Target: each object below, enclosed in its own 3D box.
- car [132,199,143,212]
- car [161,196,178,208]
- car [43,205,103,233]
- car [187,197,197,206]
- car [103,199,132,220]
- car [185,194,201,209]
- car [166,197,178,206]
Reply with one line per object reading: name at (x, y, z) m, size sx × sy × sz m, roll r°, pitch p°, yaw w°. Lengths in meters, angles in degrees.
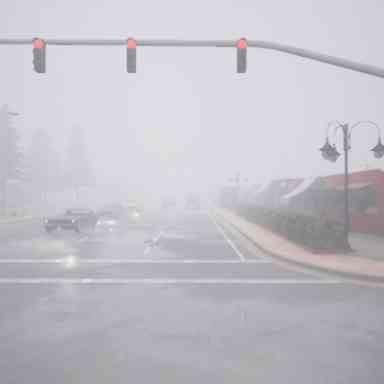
car at (-7.070, 1.575, 39.758) m, size 1.882 × 1.535 × 5.008 m, roll 0°, pitch 0°, yaw 0°
car at (-3.407, 1.474, 49.580) m, size 2.097 × 1.767 × 4.553 m, roll 0°, pitch 0°, yaw 0°
car at (-7.093, 1.653, 19.981) m, size 1.895 × 1.301 × 4.718 m, roll 0°, pitch 0°, yaw 0°
car at (-0.008, 1.652, 58.980) m, size 1.837 × 1.490 × 4.892 m, roll 0°, pitch 0°, yaw 0°
car at (-7.087, 1.622, 29.662) m, size 2.033 × 1.411 × 5.357 m, roll 0°, pitch 0°, yaw 0°
car at (0.092, 1.342, 49.197) m, size 2.150 × 2.045 × 5.566 m, roll 0°, pitch -1°, yaw 0°
car at (-3.508, 1.622, 59.063) m, size 1.882 × 1.535 × 5.008 m, roll 0°, pitch 0°, yaw 0°
